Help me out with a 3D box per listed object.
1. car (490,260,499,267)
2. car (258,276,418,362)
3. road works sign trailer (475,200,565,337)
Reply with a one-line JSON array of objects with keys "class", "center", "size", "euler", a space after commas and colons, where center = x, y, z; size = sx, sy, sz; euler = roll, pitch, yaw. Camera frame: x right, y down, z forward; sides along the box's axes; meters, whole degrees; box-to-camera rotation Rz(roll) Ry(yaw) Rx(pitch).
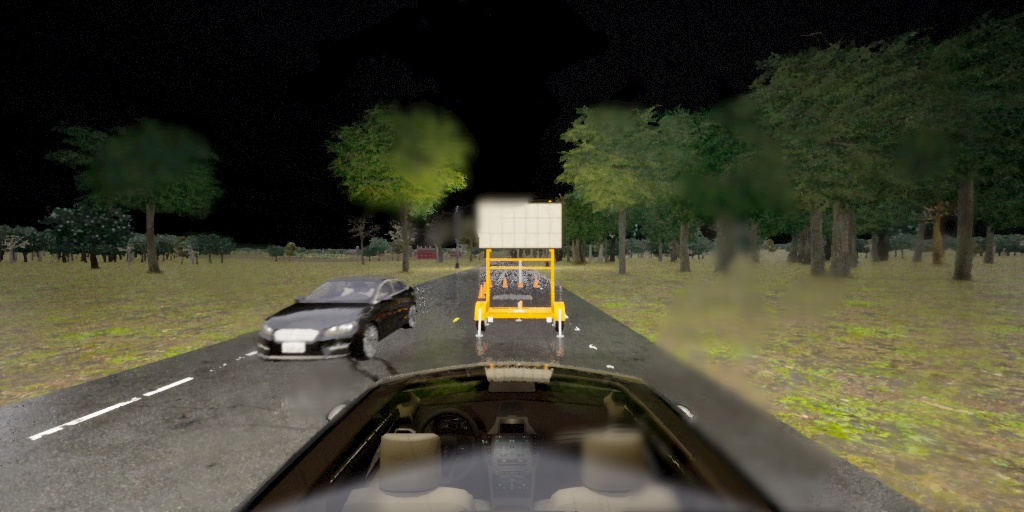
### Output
[{"class": "car", "center": [-3.388, 1.303, 63.884], "size": [1.837, 1.490, 4.892], "euler": [0, 0, 0]}, {"class": "car", "center": [-3.584, 1.238, 8.342], "size": [2.128, 1.511, 4.902], "euler": [0, 0, 0]}, {"class": "road works sign trailer", "center": [0.239, 0.210, 10.251], "size": [2.380, 3.560, 2.880], "euler": [0, 0, 2]}]
